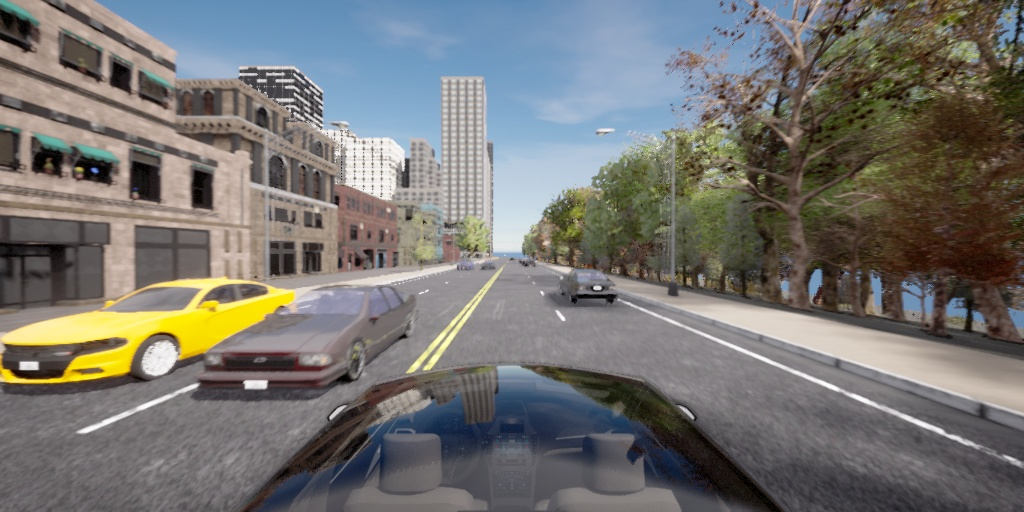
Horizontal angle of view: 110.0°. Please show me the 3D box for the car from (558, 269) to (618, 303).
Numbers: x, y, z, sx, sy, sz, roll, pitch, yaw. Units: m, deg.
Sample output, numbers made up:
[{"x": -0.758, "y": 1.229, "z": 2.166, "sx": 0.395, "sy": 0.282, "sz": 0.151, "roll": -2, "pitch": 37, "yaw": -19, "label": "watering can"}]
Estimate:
[{"x": 3.349, "y": 1.298, "z": 16.576, "sx": 2.033, "sy": 1.411, "sz": 5.357, "roll": 0, "pitch": 0, "yaw": 0, "label": "car"}]

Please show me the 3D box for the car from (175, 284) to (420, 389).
[{"x": -3.349, "y": 1.297, "z": 7.354, "sx": 2.033, "sy": 1.411, "sz": 5.357, "roll": 0, "pitch": 0, "yaw": 0, "label": "car"}]

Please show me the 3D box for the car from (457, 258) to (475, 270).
[{"x": -6.551, "y": 1.095, "z": 50.921, "sx": 2.097, "sy": 1.767, "sz": 4.553, "roll": 0, "pitch": 0, "yaw": 1, "label": "car"}]

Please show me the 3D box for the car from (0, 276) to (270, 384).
[{"x": -6.597, "y": 1.227, "z": 7.396, "sx": 1.882, "sy": 1.535, "sz": 5.008, "roll": 0, "pitch": 0, "yaw": 0, "label": "car"}]

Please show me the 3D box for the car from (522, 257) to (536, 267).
[{"x": 3.246, "y": 1.241, "z": 64.118, "sx": 1.837, "sy": 1.490, "sz": 4.892, "roll": 0, "pitch": 0, "yaw": 0, "label": "car"}]

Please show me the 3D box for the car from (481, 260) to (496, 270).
[{"x": -3.301, "y": 1.306, "z": 51.019, "sx": 1.994, "sy": 1.385, "sz": 4.181, "roll": 0, "pitch": 0, "yaw": 1, "label": "car"}]
